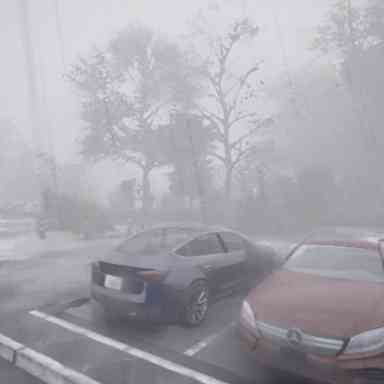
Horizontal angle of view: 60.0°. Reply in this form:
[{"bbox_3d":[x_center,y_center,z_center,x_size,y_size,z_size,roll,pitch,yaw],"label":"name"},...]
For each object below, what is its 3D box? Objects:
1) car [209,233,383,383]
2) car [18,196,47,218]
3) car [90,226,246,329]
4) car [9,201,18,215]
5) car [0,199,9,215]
[{"bbox_3d":[2.424,1.453,5.381,2.002,1.452,4.674,0,0,36],"label":"car"},{"bbox_3d":[-13.452,1.400,32.664,2.435,2.045,5.566,0,0,36],"label":"car"},{"bbox_3d":[0.146,1.452,7.056,2.163,1.488,4.792,0,0,36],"label":"car"},{"bbox_3d":[-15.816,1.530,34.362,2.185,1.767,4.553,0,0,36],"label":"car"},{"bbox_3d":[-18.079,1.533,35.985,2.185,1.767,4.553,0,0,36],"label":"car"}]
